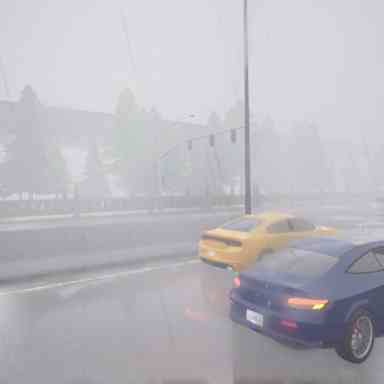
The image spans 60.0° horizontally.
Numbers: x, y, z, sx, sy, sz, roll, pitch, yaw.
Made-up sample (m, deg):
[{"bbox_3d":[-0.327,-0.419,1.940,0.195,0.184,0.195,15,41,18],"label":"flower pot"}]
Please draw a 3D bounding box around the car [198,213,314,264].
[{"bbox_3d":[2.516,1.371,9.869,5.008,1.535,1.882,-1,1,-35],"label":"car"}]

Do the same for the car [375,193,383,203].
[{"bbox_3d":[26.209,0.688,44.157,5.008,1.535,1.882,-1,1,-35],"label":"car"}]

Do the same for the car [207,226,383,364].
[{"bbox_3d":[2.707,1.456,5.720,4.674,1.442,1.812,-1,1,-35],"label":"car"}]
